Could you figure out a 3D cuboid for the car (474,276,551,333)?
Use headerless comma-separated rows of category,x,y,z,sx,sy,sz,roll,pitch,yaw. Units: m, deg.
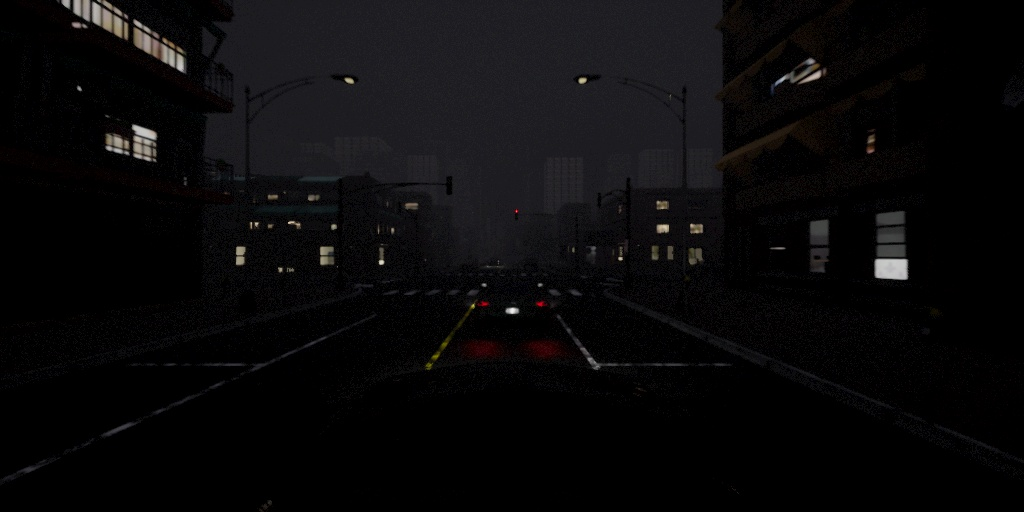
car,0.008,1.276,10.614,1.994,1.385,4.181,0,0,0

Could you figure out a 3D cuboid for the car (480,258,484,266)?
car,-5.699,1.113,53.011,1.948,1.339,4.313,0,0,0

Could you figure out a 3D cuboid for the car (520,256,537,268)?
car,2.682,0.863,53.012,2.192,1.841,5.009,0,0,0

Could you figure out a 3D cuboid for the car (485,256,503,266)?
car,-3.054,0.869,62.541,2.097,1.767,4.553,0,0,1

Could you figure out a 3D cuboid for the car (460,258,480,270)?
car,-5.786,1.111,47.489,1.888,1.381,4.507,0,0,0

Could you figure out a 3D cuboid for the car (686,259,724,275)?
car,17.491,0.980,31.820,4.313,1.339,1.948,0,0,0
